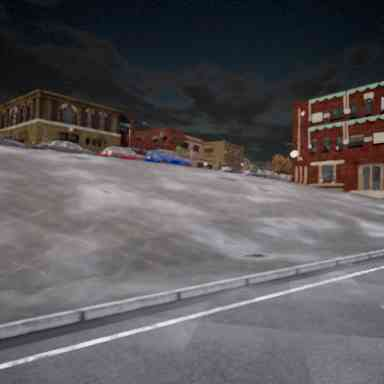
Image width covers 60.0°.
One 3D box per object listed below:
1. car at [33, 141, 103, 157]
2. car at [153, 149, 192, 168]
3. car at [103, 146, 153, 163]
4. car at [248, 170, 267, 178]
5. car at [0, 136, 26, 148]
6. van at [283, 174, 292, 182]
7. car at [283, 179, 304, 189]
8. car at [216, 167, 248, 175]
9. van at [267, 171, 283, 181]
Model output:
[{"bbox_3d":[-10.330,-3.347,27.241,4.892,1.521,2.231,2,-1,-44],"label":"car"},{"bbox_3d":[-2.478,-3.243,35.295,2.435,2.045,5.566,0,-2,44],"label":"car"},{"bbox_3d":[-6.358,-3.306,31.242,2.185,1.767,4.553,0,-1,45],"label":"car"},{"bbox_3d":[8.430,-2.266,47.757,2.002,1.452,4.674,1,-2,40],"label":"car"},{"bbox_3d":[-14.234,-3.451,23.481,4.674,1.452,2.002,2,-1,-43],"label":"car"},{"bbox_3d":[15.415,-1.959,56.523,1.878,1.987,4.442,1,-3,38],"label":"van"},{"bbox_3d":[18.668,-1.401,60.880,2.163,1.488,4.792,1,-3,37],"label":"car"},{"bbox_3d":[4.863,-2.517,43.523,2.002,1.452,4.674,1,-2,41],"label":"car"},{"bbox_3d":[12.025,-2.253,52.152,1.878,1.987,4.442,1,-2,39],"label":"van"}]
